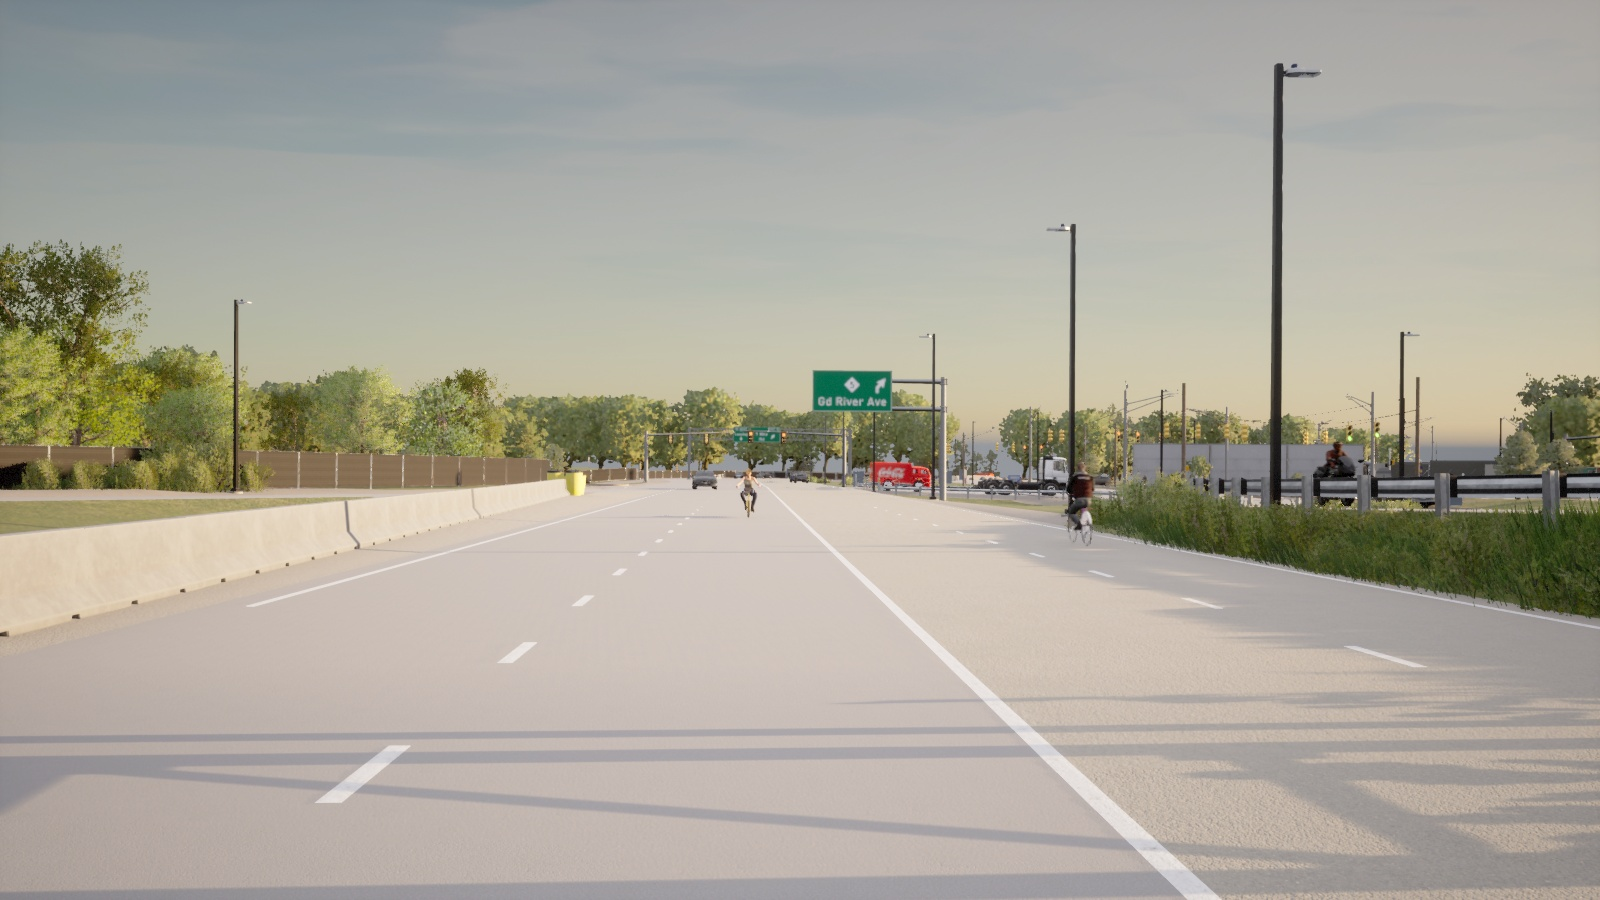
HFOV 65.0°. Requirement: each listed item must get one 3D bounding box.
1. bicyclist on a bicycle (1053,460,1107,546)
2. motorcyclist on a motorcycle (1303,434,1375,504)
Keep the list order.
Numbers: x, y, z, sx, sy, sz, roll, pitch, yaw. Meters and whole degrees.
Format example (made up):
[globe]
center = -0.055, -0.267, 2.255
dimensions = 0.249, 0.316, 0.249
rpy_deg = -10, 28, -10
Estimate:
[bicyclist on a bicycle]
center = 5.925, 1.097, 26.692
dimensions = 0.659, 1.776, 1.843
rpy_deg = 0, -1, -2
[motorcyclist on a motorcycle]
center = 12.133, 0.452, 28.326
dimensions = 0.797, 1.523, 2.044
rpy_deg = 0, -2, 2
